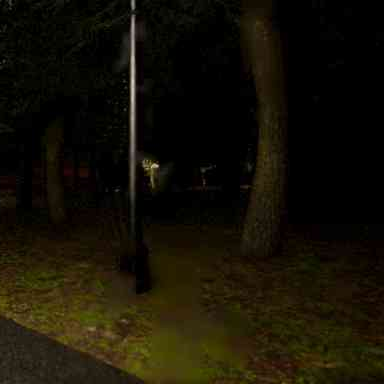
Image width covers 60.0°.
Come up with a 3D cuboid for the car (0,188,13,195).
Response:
[{"bbox_3d":[-38.725,-0.035,66.939,1.882,1.535,5.008,-1,1,34],"label":"car"}]
